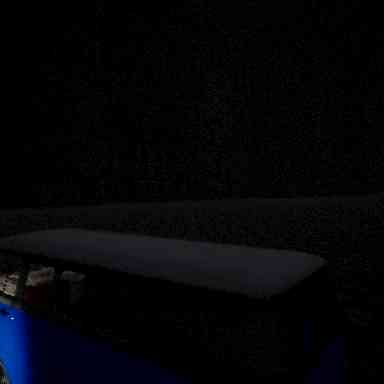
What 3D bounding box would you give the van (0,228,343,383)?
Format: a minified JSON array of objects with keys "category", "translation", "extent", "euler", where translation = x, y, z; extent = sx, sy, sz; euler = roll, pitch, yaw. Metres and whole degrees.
[{"category":"van","translation":[-0.628,1.341,3.310],"extent":[3.998,1.788,1.690],"euler":[0,-1,35]}]
